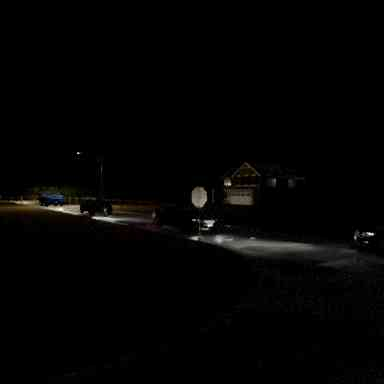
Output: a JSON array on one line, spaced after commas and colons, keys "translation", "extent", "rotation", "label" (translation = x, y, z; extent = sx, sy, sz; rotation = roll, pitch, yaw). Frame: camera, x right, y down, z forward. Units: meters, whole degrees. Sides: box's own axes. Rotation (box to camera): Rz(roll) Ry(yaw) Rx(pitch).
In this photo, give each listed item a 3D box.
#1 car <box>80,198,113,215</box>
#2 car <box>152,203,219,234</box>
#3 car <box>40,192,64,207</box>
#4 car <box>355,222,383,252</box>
[{"translation": [-8.837, 1.295, 30.501], "extent": [2.128, 1.511, 4.902], "rotation": [2, -1, -35], "label": "car"}, {"translation": [-0.467, 1.372, 18.479], "extent": [2.128, 1.511, 4.902], "rotation": [2, -1, -34], "label": "car"}, {"translation": [-19.087, 1.004, 45.300], "extent": [2.150, 2.045, 5.566], "rotation": [2, -1, -34], "label": "car"}, {"translation": [8.871, 1.547, 12.534], "extent": [4.902, 1.511, 2.128], "rotation": [0, 1, 17], "label": "car"}]
